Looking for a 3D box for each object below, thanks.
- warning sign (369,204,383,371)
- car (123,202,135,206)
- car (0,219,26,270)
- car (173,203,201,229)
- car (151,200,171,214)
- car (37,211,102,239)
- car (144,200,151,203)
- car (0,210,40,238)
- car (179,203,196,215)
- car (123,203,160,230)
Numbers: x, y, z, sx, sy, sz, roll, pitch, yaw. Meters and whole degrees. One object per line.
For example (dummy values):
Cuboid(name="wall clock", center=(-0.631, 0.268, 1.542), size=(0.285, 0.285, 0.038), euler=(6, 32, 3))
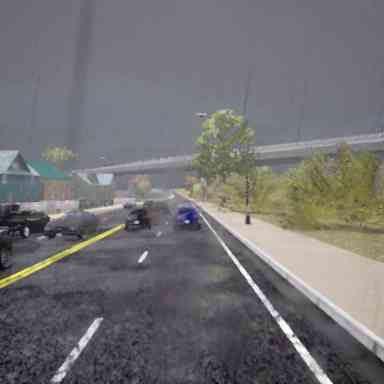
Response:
Cuboid(name="warning sign", center=(2.830, 1.102, 3.521), size=(1.300, 1.860, 1.060), euler=(1, 1, -1))
Cuboid(name="car", center=(-10.677, 2.348, 57.418), size=(1.895, 1.301, 4.718), euler=(-1, -1, 0))
Cuboid(name="car", center=(-6.708, 1.721, 9.147), size=(1.812, 1.442, 4.674), euler=(-1, -1, -1))
Cuboid(name="car", center=(-0.344, 1.752, 23.602), size=(1.812, 1.442, 4.674), euler=(-1, 0, 0))
Cuboid(name="car", center=(-3.843, 1.988, 43.091), size=(1.837, 1.490, 4.892), euler=(-1, 0, -1))
Cuboid(name="car", center=(-6.841, 1.845, 19.749), size=(2.033, 1.411, 5.357), euler=(-1, -1, 0))
Cuboid(name="car", center=(-7.436, 2.196, 57.506), size=(1.837, 1.490, 4.892), euler=(-1, -1, 0))
Cuboid(name="car", center=(-10.100, 1.859, 19.967), size=(1.837, 1.490, 4.892), euler=(-1, -1, -1))
Cuboid(name="car", center=(-0.557, 1.998, 40.274), size=(1.895, 1.301, 4.718), euler=(-1, -1, -1))
Cuboid(name="car", center=(-3.593, 1.808, 23.758), size=(1.812, 1.442, 4.674), euler=(-1, 0, 0))
